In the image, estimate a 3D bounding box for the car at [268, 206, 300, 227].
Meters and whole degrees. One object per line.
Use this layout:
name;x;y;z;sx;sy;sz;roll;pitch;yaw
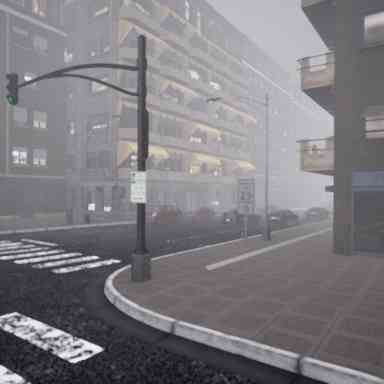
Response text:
car;7.522;2.088;27.568;1.947;1.339;4.313;-1;-1;35

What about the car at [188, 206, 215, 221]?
car;0.694;2.049;32.311;1.802;1.307;4.206;-1;-1;35

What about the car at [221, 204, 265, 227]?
car;4.031;1.987;27.020;1.812;1.442;4.674;0;-1;35

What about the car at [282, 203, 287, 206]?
car;13.544;2.390;50.815;1.752;1.417;4.829;-1;-1;35

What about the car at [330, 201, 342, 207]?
car;36.272;3.007;83.600;1.967;1.590;4.097;-1;-1;35

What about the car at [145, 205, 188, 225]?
car;-2.542;1.807;27.654;1.967;1.590;4.097;-1;-1;35

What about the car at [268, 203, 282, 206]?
car;10.404;2.313;46.293;1.887;1.381;4.507;-1;-1;35

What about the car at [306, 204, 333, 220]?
car;13.996;2.288;36.889;1.947;1.339;4.313;-1;-1;35

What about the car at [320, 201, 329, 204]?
car;29.791;2.808;74.284;1.967;1.590;4.097;-1;-1;35

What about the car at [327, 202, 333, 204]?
car;20.567;2.451;46.352;1.752;1.417;4.829;-1;-1;35
